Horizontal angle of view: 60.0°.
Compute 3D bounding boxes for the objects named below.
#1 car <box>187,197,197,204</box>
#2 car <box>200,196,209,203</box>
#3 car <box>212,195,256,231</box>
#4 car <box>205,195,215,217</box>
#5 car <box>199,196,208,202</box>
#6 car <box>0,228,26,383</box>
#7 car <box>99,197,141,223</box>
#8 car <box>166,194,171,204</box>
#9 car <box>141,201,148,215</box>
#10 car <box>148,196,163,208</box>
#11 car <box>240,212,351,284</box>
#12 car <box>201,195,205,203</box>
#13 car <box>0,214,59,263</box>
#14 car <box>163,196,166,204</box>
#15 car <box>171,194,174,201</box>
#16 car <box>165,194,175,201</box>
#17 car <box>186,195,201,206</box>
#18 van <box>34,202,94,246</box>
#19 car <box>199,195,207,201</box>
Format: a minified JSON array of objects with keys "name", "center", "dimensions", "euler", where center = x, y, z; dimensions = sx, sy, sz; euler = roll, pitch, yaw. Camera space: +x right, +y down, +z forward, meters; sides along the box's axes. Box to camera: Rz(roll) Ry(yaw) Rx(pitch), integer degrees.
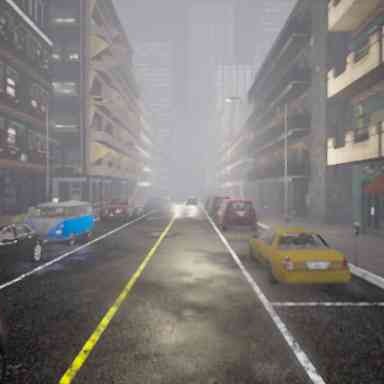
[{"name":"car","center":[-0.022,1.623,64.684],"dimensions":[1.895,1.301,4.718],"euler":[0,0,0]},{"name":"car","center":[2.655,1.547,71.007],"dimensions":[1.752,1.417,4.829],"euler":[-1,0,0]},{"name":"car","center":[2.670,1.320,20.419],"dimensions":[2.192,1.841,5.009],"euler":[-1,0,0]},{"name":"car","center":[2.666,1.324,31.623],"dimensions":[2.192,1.841,5.009],"euler":[-1,0,0]},{"name":"car","center":[2.654,1.590,76.439],"dimensions":[1.947,1.339,4.313],"euler":[-1,0,0]},{"name":"car","center":[-3.084,1.352,1.738],"dimensions":[2.097,1.767,4.553],"euler":[0,0,0]},{"name":"car","center":[-5.702,1.322,26.046],"dimensions":[2.192,1.841,5.009],"euler":[-1,0,0]},{"name":"car","center":[-5.723,1.570,65.261],"dimensions":[2.008,1.369,4.403],"euler":[-1,0,0]},{"name":"car","center":[-5.718,1.559,31.649],"dimensions":[2.008,1.369,4.403],"euler":[-1,0,0]},{"name":"car","center":[-5.717,1.595,48.454],"dimensions":[1.802,1.307,4.206],"euler":[-1,0,0]},{"name":"car","center":[2.677,1.528,9.385],"dimensions":[1.752,1.417,4.829],"euler":[-1,0,0]},{"name":"car","center":[2.662,1.327,42.827],"dimensions":[2.192,1.841,5.009],"euler":[-1,0,0]},{"name":"car","center":[-5.670,1.553,9.240],"dimensions":[2.008,1.369,4.403],"euler":[-1,0,0]},{"name":"car","center":[-5.719,1.597,54.056],"dimensions":[1.802,1.307,4.206],"euler":[-1,0,0]},{"name":"car","center":[-5.727,1.574,76.465],"dimensions":[2.008,1.369,4.403],"euler":[-1,0,0]},{"name":"car","center":[-5.734,1.343,87.669],"dimensions":[2.192,1.841,5.009],"euler":[-1,0,0]},{"name":"car","center":[-0.019,1.563,54.287],"dimensions":[2.033,1.411,5.357],"euler":[0,0,0]},{"name":"van","center":[-5.675,1.345,14.842],"dimensions":[1.690,1.788,3.998],"euler":[-1,0,0]},{"name":"car","center":[2.650,1.466,82.041],"dimensions":[1.967,1.590,4.097],"euler":[-1,0,0]}]
